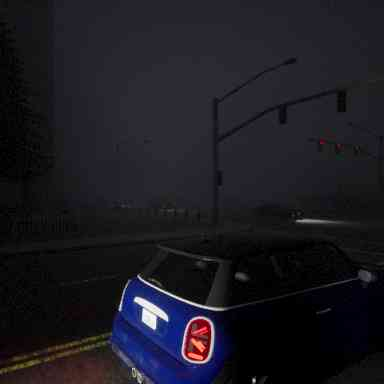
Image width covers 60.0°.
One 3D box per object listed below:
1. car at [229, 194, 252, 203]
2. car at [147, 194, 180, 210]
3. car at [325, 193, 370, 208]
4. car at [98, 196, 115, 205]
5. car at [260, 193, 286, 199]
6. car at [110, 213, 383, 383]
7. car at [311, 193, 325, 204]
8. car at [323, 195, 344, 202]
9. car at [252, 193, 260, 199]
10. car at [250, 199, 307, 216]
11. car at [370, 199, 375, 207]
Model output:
[{"bbox_3d":[11.429,1.395,78.321,1.970,1.475,3.806,0,0,-36],"label":"car"},{"bbox_3d":[-4.087,1.352,43.981,2.097,1.767,4.553,0,0,-36],"label":"car"},{"bbox_3d":[21.034,1.153,45.243,1.932,1.855,4.605,0,0,-36],"label":"car"},{"bbox_3d":[-15.422,1.501,59.939,2.128,1.511,4.902,0,0,-36],"label":"car"},{"bbox_3d":[15.492,1.395,62.674,1.970,1.475,3.806,0,0,-36],"label":"car"},{"bbox_3d":[1.288,1.352,4.718,4.553,1.767,2.097,0,0,-35],"label":"car"},{"bbox_3d":[29.203,1.153,72.551,1.932,1.855,4.605,0,0,-36],"label":"car"},{"bbox_3d":[31.599,1.364,74.179,1.784,1.438,3.905,0,0,-36],"label":"car"},{"bbox_3d":[13.787,1.364,80.000,1.784,1.438,3.905,0,0,-36],"label":"car"},{"bbox_3d":[7.343,1.564,28.272,1.994,1.385,4.181,0,0,-38],"label":"car"},{"bbox_3d":[23.422,1.156,46.878,1.905,1.878,3.866,0,0,-36],"label":"car"}]
